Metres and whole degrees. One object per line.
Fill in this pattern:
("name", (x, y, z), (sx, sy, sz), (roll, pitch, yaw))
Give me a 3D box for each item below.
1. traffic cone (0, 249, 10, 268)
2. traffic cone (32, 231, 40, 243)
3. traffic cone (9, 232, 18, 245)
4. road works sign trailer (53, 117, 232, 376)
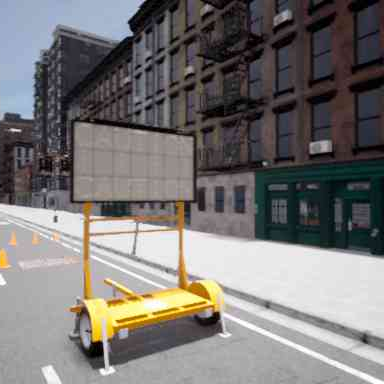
("traffic cone", (-6.203, 2.169, 10.961), (0.340, 0.580, 0.340), (1, -1, -35))
("traffic cone", (-8.003, 2.288, 17.023), (0.340, 0.580, 0.340), (1, -1, -35))
("traffic cone", (-8.822, 2.275, 16.450), (0.340, 0.580, 0.340), (1, -1, -35))
("road works sign trailer", (-1.056, 0.588, 6.047), (2.380, 3.560, 2.880), (1, -1, -35))
